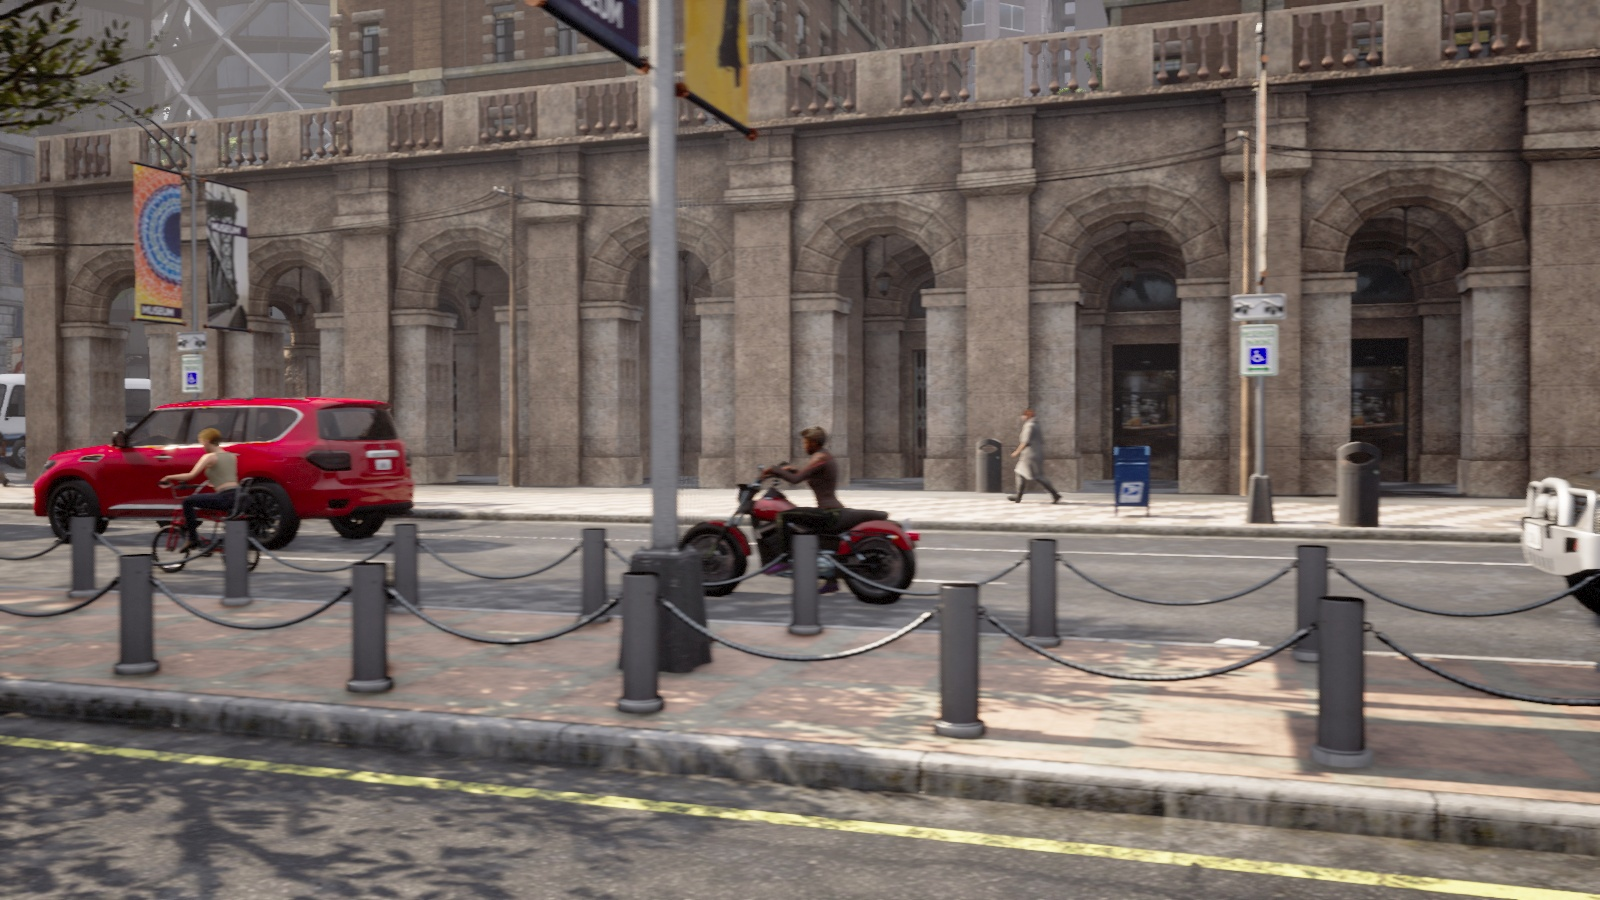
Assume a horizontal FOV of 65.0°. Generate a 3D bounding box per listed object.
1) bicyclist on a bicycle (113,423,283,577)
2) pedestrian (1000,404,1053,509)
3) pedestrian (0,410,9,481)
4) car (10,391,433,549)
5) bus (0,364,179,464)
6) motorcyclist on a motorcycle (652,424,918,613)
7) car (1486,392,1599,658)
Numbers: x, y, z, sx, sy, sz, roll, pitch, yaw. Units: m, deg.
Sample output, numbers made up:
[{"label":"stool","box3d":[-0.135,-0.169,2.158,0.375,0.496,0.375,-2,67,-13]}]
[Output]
[{"label":"bicyclist on a bicycle","box3d":[-6.637,0.516,13.870,1.509,1.612,0.866,1,1,18]},{"label":"pedestrian","box3d":[4.284,0.119,23.746,0.873,1.952,0.659,1,1,19]},{"label":"pedestrian","box3d":[-21.312,-0.126,33.027,0.694,1.848,0.540,1,1,18]},{"label":"car","box3d":[-8.320,0.224,18.122,5.566,2.045,2.150,1,1,18]},{"label":"bus","box3d":[-34.607,-1.619,58.600,3.944,4.253,10.273,1,1,19]},{"label":"motorcyclist on a motorcycle","box3d":[-0.141,0.589,11.680,2.350,1.649,0.766,0,1,19]},{"label":"car","box3d":[7.724,0.528,9.033,4.605,1.855,1.932,1,1,18]}]
